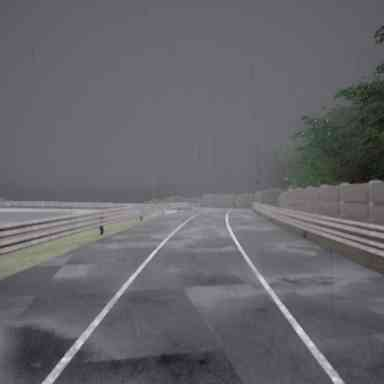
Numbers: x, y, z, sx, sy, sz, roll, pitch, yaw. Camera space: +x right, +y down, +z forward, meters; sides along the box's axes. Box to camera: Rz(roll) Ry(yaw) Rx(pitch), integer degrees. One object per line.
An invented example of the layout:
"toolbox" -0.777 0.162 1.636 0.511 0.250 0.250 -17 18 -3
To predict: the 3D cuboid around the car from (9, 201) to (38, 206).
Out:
"car" -30.266 2.321 59.768 5.008 1.535 1.882 2 -4 -25
